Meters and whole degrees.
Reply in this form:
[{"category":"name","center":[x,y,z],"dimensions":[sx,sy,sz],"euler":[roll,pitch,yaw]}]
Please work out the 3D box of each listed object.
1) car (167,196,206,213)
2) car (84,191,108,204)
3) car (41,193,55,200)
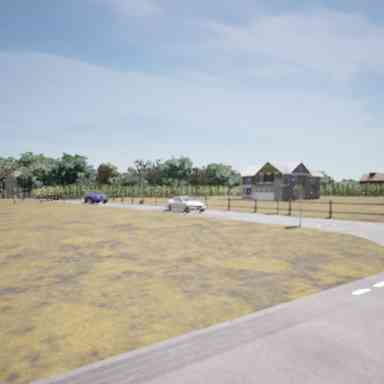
[{"category":"car","center":[-0.628,1.128,30.566],"dimensions":[1.812,1.442,4.674],"euler":[1,0,-35]},{"category":"car","center":[-14.570,0.794,50.296],"dimensions":[2.150,2.045,5.566],"euler":[1,-1,-35]},{"category":"car","center":[-36.931,1.291,86.470],"dimensions":[2.128,1.511,4.902],"euler":[1,-1,-35]}]
